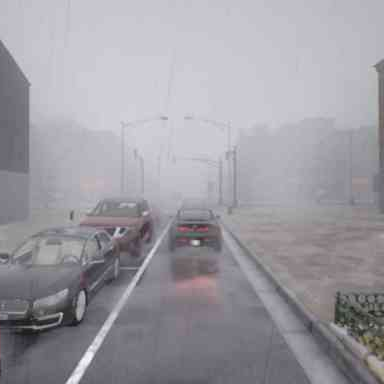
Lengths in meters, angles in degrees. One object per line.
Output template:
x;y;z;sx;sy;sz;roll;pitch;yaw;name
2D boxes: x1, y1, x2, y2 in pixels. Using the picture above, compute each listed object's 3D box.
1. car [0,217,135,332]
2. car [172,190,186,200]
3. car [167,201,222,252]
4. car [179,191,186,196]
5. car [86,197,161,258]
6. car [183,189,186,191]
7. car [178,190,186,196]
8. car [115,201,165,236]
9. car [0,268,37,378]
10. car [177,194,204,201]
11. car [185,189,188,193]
-2.620;1.457;6.783;2.008;1.369;4.403;1;1;0;car
-2.630;0.772;61.337;1.947;1.339;4.313;1;1;0;car
0.099;1.329;12.997;1.837;1.490;4.892;0;1;0;car
-2.636;0.392;94.529;1.802;1.307;4.206;1;1;0;car
-2.615;1.148;12.314;2.192;1.841;5.009;1;1;0;car
-2.630;0.684;66.869;1.887;1.381;4.507;1;1;0;car
-2.632;0.314;88.995;1.967;1.590;4.097;1;1;0;car
-2.622;1.311;17.851;2.008;1.369;4.403;1;1;0;car
-2.619;1.526;1.248;1.887;1.381;4.507;2;1;0;car
0.100;1.170;23.088;1.882;1.535;5.008;0;1;0;car
-2.634;0.521;83.465;1.802;1.307;4.206;1;1;0;car
